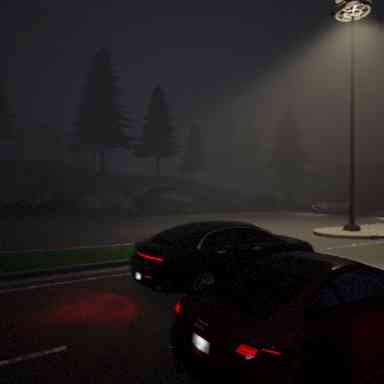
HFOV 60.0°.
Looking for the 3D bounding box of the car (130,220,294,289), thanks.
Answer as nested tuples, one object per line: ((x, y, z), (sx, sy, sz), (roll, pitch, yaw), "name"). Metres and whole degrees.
((0.950, 1.459, 8.085), (4.892, 1.490, 1.837), (0, 0, -32), "car")

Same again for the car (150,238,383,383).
((1.796, 1.538, 4.517), (4.181, 1.385, 1.994), (0, 0, -32), "car")

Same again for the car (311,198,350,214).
((13.836, 1.344, 32.608), (4.674, 1.442, 1.812), (0, 0, -28), "car")
